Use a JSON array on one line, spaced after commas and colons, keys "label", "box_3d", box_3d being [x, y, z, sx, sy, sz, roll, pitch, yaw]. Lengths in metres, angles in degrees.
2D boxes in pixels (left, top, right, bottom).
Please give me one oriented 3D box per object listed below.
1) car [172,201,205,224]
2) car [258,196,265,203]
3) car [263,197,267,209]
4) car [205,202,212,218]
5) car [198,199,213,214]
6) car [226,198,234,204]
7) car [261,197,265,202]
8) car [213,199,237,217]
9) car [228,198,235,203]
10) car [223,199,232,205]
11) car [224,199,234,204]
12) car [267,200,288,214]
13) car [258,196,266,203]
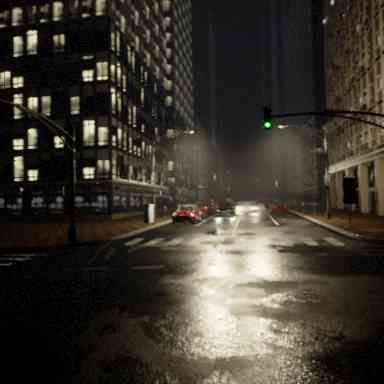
[{"label": "car", "box_3d": [-0.405, 1.803, 27.943, 1.967, 1.590, 4.097, 0, -1, 10]}, {"label": "car", "box_3d": [18.466, 2.172, 86.976, 1.887, 1.381, 4.507, -1, -1, 10]}, {"label": "car", "box_3d": [11.745, 1.840, 48.693, 1.752, 1.417, 4.829, -1, -1, 10]}, {"label": "car", "box_3d": [0.560, 1.990, 33.432, 1.802, 1.307, 4.206, 0, -1, 10]}, {"label": "car", "box_3d": [1.523, 1.768, 38.926, 2.192, 1.841, 5.009, 0, -1, 10]}, {"label": "car", "box_3d": [10.201, 2.421, 88.342, 1.947, 1.339, 4.313, 0, -1, 10]}, {"label": "car", "box_3d": [12.680, 1.924, 54.018, 1.947, 1.339, 4.313, -1, -1, 10]}, {"label": "car", "box_3d": [3.784, 1.870, 36.331, 1.837, 1.490, 4.892, -2, 0, 10]}, {"label": "car", "box_3d": [11.165, 2.445, 93.834, 1.887, 1.381, 4.507, 0, -1, 10]}, {"label": "car", "box_3d": [8.273, 2.310, 77.360, 1.887, 1.381, 4.507, 0, -1, 10]}, {"label": "car", "box_3d": [9.237, 2.361, 82.851, 2.008, 1.369, 4.403, 0, -1, 10]}, {"label": "car", "box_3d": [9.786, 1.806, 37.537, 1.802, 1.307, 4.206, -1, -1, 10]}, {"label": "car", "box_3d": [19.429, 1.988, 92.471, 2.192, 1.841, 5.009, -1, -1, 10]}]
